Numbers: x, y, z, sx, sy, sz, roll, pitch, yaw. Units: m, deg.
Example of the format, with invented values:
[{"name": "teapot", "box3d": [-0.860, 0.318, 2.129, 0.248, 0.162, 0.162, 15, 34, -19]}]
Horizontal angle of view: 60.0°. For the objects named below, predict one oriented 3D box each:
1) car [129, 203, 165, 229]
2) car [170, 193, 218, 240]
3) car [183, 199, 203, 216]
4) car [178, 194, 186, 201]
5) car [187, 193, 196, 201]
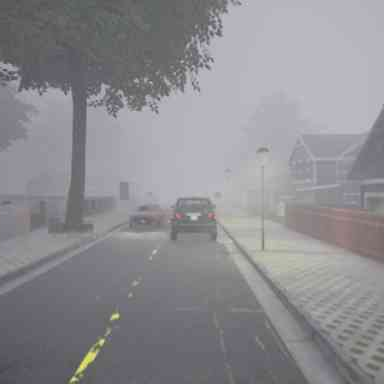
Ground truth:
[{"name": "car", "box3d": [-2.855, 1.461, 21.924, 1.882, 1.535, 5.008, 0, 0, 0]}, {"name": "car", "box3d": [0.087, 1.208, 16.994, 2.150, 2.045, 5.566, 0, 0, 0]}, {"name": "car", "box3d": [0.085, 1.470, 32.998, 1.882, 1.535, 5.008, 0, 0, 0]}, {"name": "car", "box3d": [-2.803, 1.480, 93.096, 2.097, 1.767, 4.553, 0, 0, 0]}, {"name": "car", "box3d": [-0.048, 1.165, 85.373, 2.150, 2.045, 5.566, 0, 0, 0]}]
